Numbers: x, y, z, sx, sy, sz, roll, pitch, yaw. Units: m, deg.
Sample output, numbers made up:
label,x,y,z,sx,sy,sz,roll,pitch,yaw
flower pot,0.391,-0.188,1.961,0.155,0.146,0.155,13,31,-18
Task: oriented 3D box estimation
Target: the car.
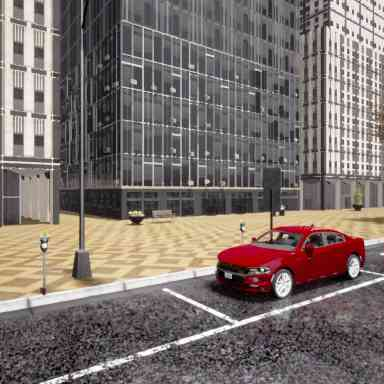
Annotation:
label,x,y,z,sx,sy,sz,roll,pitch,yaw
car,2.606,1.545,8.422,4.507,1.381,1.887,0,0,-36
